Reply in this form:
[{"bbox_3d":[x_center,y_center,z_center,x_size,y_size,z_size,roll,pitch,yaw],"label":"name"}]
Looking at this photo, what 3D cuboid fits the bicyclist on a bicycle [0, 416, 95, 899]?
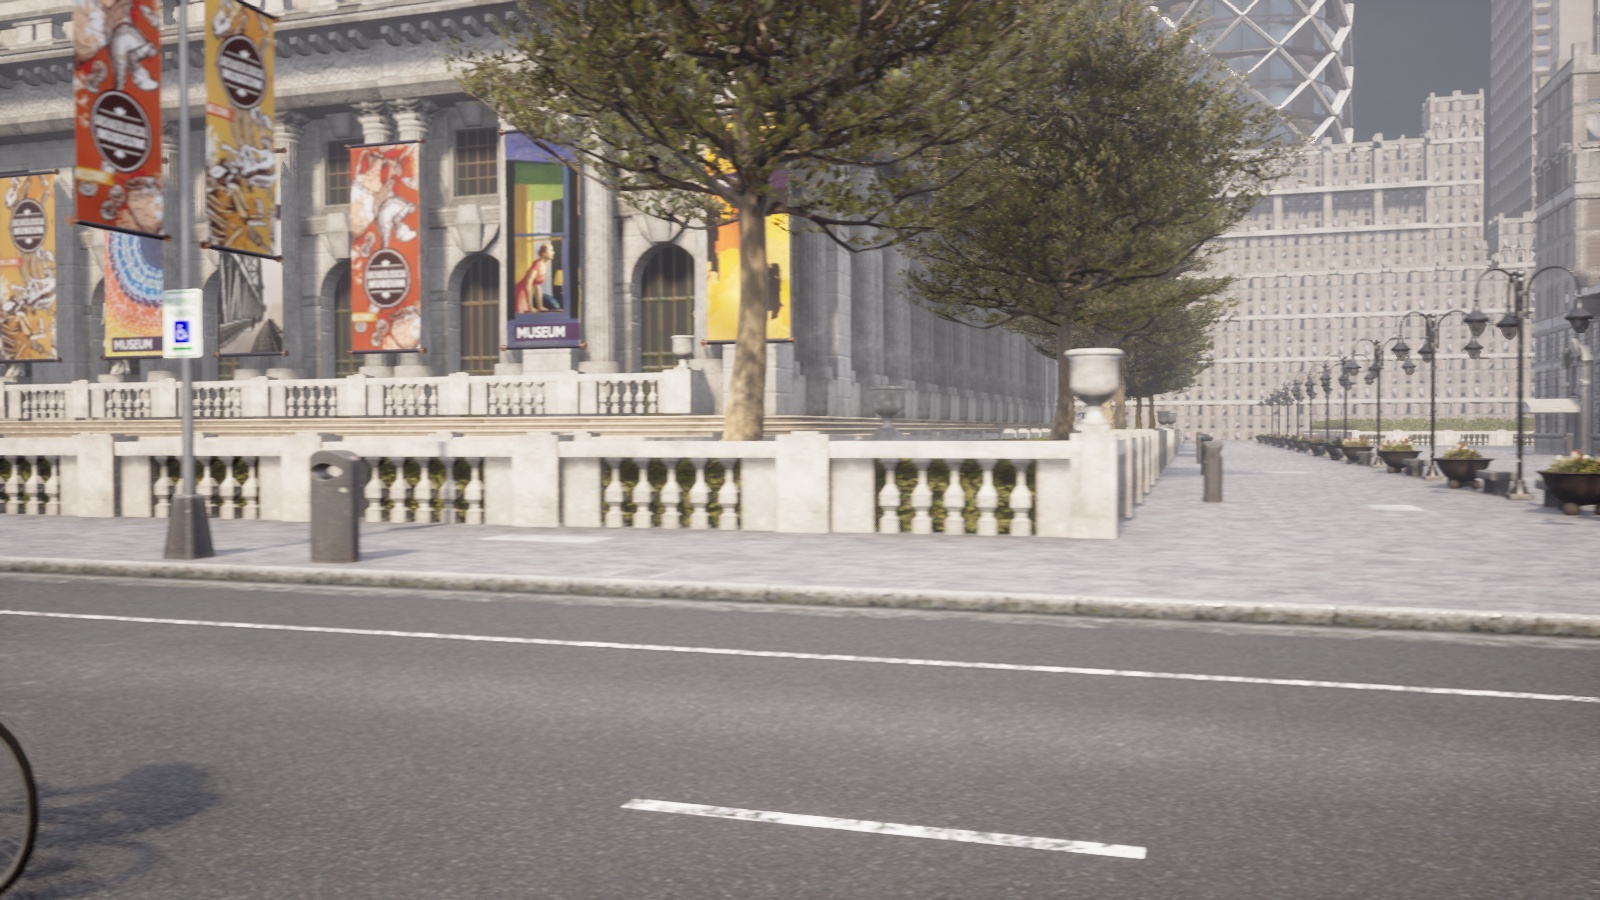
[{"bbox_3d":[-3.338,0.696,4.335,1.656,1.620,0.582,0,1,17],"label":"bicyclist on a bicycle"}]
